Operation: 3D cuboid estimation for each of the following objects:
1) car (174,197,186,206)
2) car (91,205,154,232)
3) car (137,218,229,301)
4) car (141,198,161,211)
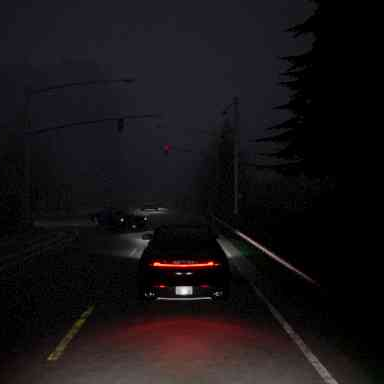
[{"bbox_3d":[-1.949,1.477,53.383,1.882,1.535,5.008,0,0,-2],"label":"car"},{"bbox_3d":[-4.474,1.598,20.284,1.895,1.301,4.718,0,0,-36],"label":"car"},{"bbox_3d":[-0.218,1.505,8.343,1.837,1.490,4.892,0,0,-2],"label":"car"},{"bbox_3d":[-5.137,1.526,40.655,1.812,1.442,4.674,0,0,-3],"label":"car"}]
